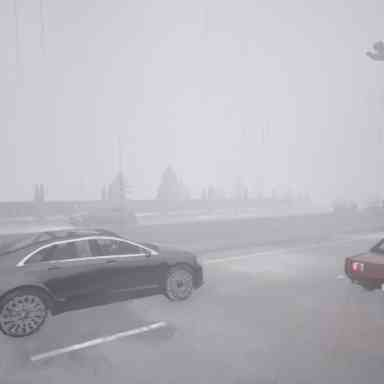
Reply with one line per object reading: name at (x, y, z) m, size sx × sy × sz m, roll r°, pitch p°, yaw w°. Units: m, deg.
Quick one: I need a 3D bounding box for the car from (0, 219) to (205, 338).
car at (-1.964, 1.493, 6.643) m, size 4.902 × 1.511 × 2.128 m, roll 0°, pitch 0°, yaw -35°

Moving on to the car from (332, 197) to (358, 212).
car at (17.368, 1.598, 37.431) m, size 1.812 × 1.442 × 4.674 m, roll 0°, pitch 0°, yaw 39°

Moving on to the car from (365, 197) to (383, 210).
car at (19.271, 1.591, 34.299) m, size 1.812 × 1.442 × 4.674 m, roll 0°, pitch 0°, yaw 40°

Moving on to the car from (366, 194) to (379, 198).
car at (38.098, 1.512, 69.944) m, size 2.150 × 2.045 × 5.566 m, roll 0°, pitch 0°, yaw 16°

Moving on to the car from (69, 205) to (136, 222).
car at (-5.696, 1.570, 21.473) m, size 4.181 × 1.385 × 1.994 m, roll 0°, pitch 0°, yaw -36°

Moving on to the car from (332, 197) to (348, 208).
car at (23.280, 1.628, 52.213) m, size 1.882 × 1.535 × 5.008 m, roll 0°, pitch 0°, yaw 30°

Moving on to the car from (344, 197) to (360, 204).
car at (35.547, 1.818, 74.187) m, size 2.128 × 1.511 × 4.902 m, roll 0°, pitch 0°, yaw 13°

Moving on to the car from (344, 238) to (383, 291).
car at (5.685, 1.607, 7.798) m, size 4.718 × 1.301 × 1.895 m, roll 0°, pitch 0°, yaw -36°
